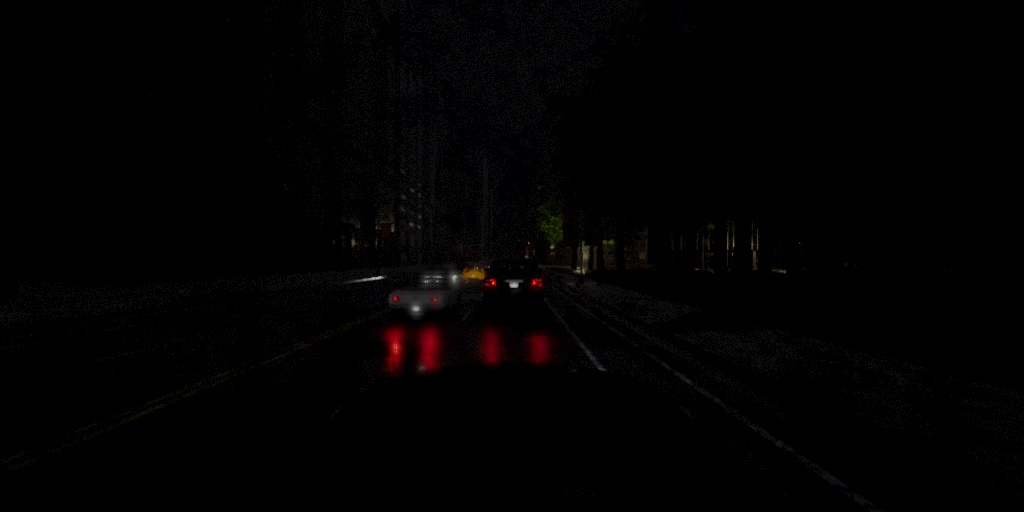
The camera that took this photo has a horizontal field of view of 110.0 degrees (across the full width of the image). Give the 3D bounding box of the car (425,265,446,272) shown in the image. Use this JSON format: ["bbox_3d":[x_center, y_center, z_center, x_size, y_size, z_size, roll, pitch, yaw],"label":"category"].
[{"bbox_3d":[-9.845,1.748,46.135,1.895,1.301,4.718,0,0,0],"label":"car"}]

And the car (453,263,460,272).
[{"bbox_3d":[-6.593,1.663,47.267,1.837,1.490,4.892,0,-1,0],"label":"car"}]

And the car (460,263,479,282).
[{"bbox_3d":[-3.168,1.508,32.201,1.882,1.535,5.008,0,0,0],"label":"car"}]

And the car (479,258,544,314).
[{"bbox_3d":[0.081,1.101,14.606,2.150,2.045,5.566,0,-1,0],"label":"car"}]

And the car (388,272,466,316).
[{"bbox_3d":[-3.170,1.477,14.099,1.895,1.301,4.718,0,-1,0],"label":"car"}]
